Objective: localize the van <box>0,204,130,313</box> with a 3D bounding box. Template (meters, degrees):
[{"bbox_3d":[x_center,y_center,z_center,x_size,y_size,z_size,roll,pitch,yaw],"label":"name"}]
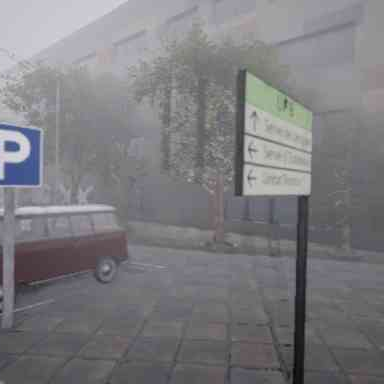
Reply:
[{"bbox_3d":[-3.434,1.320,7.901,1.878,1.987,4.442,-2,-1,36],"label":"van"}]
